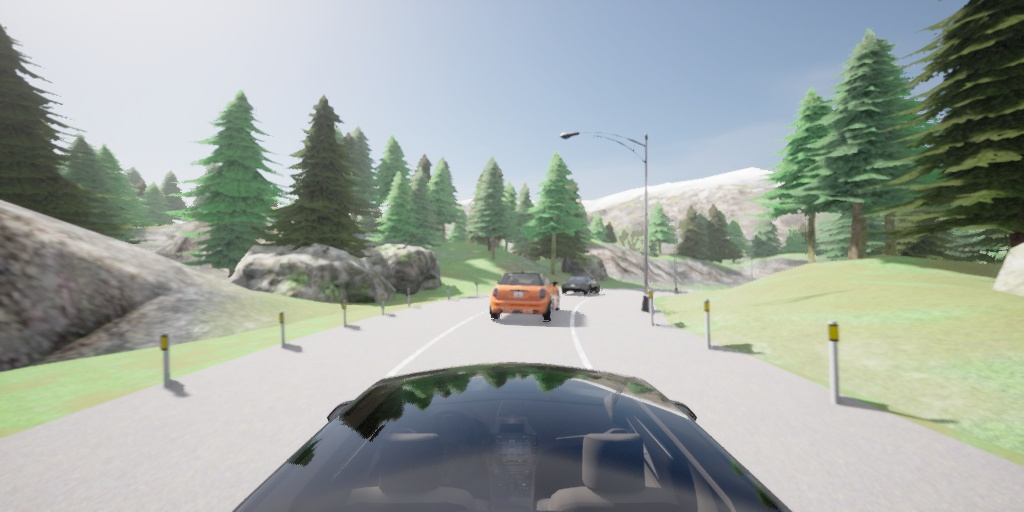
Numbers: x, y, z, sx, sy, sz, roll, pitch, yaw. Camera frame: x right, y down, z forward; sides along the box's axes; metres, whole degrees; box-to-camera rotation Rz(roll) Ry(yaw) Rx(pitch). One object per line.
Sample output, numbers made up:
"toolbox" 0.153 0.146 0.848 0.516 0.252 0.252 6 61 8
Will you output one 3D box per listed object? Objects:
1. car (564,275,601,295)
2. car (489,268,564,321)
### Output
"car" 5.185 2.135 26.661 1.994 1.385 4.181 0 -3 29
"car" 0.652 1.341 13.756 2.097 1.767 4.553 0 -2 12
